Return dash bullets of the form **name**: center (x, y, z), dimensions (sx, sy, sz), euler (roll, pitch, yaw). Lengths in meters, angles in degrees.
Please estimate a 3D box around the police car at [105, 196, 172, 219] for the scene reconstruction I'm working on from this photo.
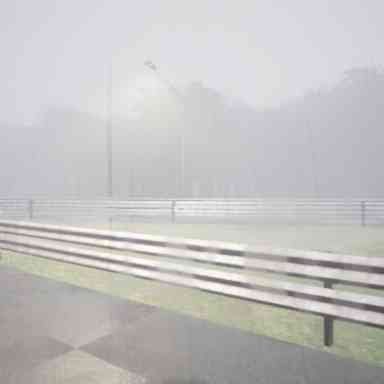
- **police car**: center (-4.115, 1.105, 25.112), dimensions (5.238, 1.638, 1.930), euler (0, 0, 18)
